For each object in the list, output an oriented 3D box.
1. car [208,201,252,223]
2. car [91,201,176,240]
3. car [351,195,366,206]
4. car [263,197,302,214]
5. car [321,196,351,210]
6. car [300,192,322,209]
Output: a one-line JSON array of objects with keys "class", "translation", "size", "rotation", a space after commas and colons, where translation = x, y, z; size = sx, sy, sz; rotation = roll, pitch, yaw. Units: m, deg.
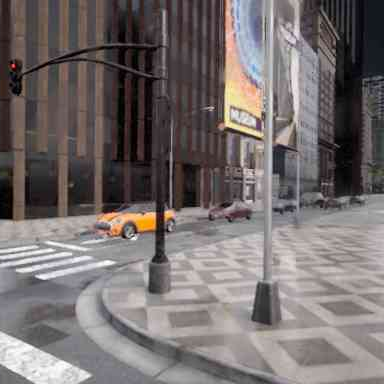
[{"class": "car", "translation": [3.054, 1.447, 25.519], "size": [1.812, 1.442, 4.674], "rotation": [1, 1, 36]}, {"class": "car", "translation": [-2.896, 1.313, 17.171], "size": [2.097, 1.767, 4.553], "rotation": [1, 1, 36]}, {"class": "car", "translation": [25.949, 1.322, 52.287], "size": [1.837, 1.490, 4.892], "rotation": [1, 1, 36]}, {"class": "car", "translation": [9.072, 1.427, 33.998], "size": [2.033, 1.411, 5.357], "rotation": [1, 1, 35]}, {"class": "car", "translation": [17.598, 1.383, 40.495], "size": [1.837, 1.490, 4.892], "rotation": [1, 0, 35]}, {"class": "car", "translation": [15.276, 1.058, 42.651], "size": [2.150, 2.045, 5.566], "rotation": [1, 1, 35]}]
